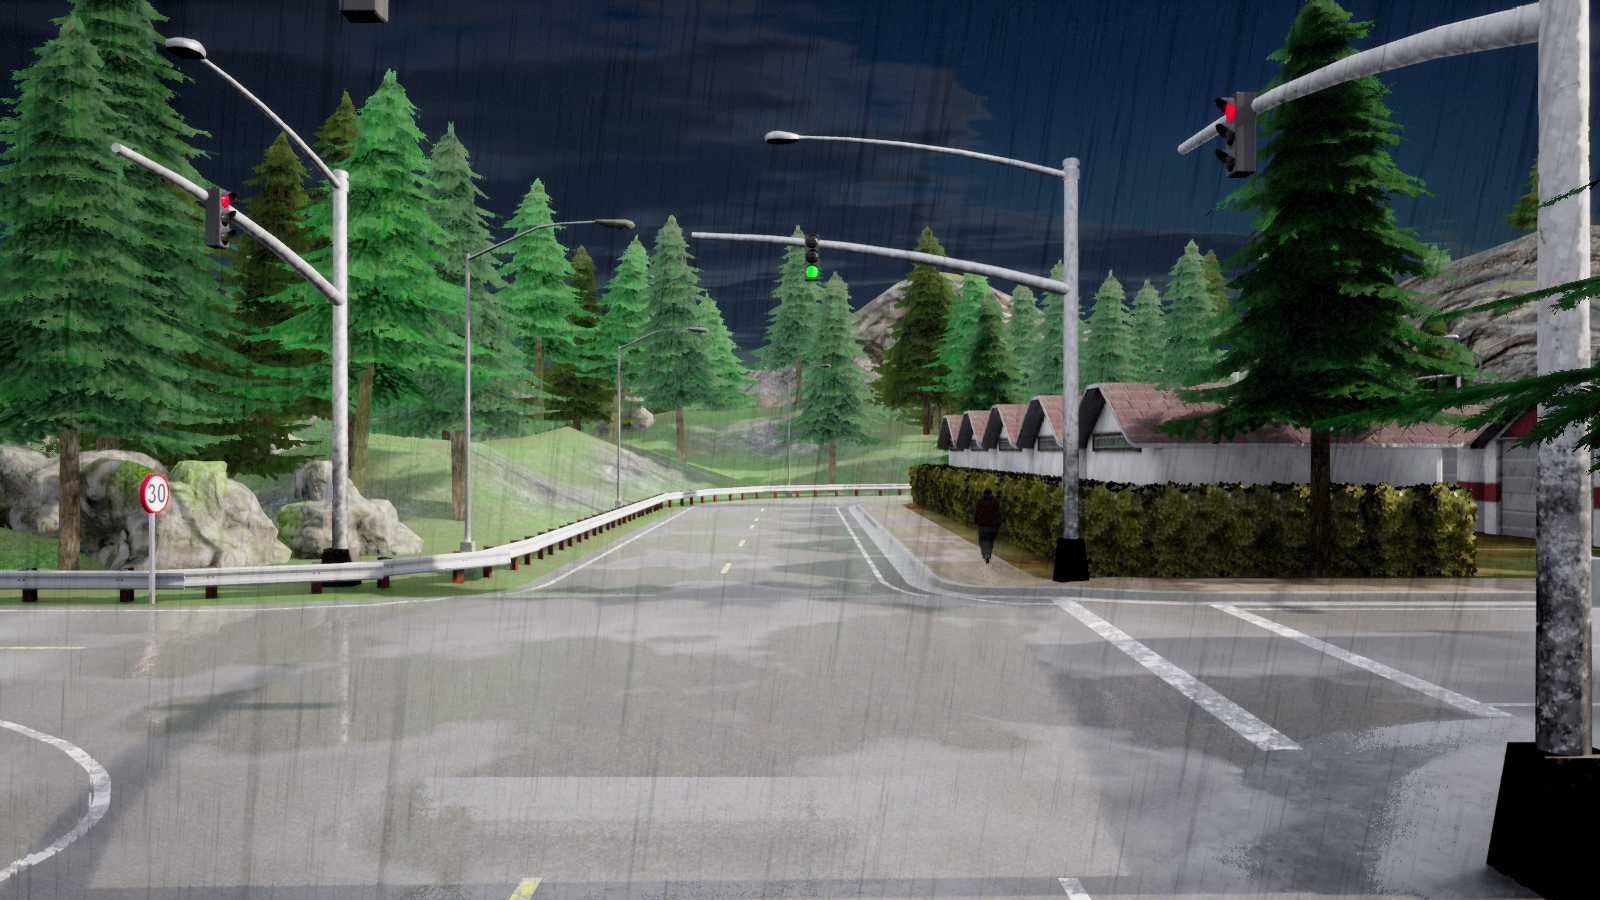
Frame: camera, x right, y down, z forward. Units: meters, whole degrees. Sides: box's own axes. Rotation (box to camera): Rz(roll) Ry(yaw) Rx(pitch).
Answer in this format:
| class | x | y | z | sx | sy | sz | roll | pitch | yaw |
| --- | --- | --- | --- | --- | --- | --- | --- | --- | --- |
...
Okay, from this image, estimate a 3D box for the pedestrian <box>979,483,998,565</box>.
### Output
| class | x | y | z | sx | sy | sz | roll | pitch | yaw |
| --- | --- | --- | --- | --- | --- | --- | --- | --- | --- |
| pedestrian | 4.343 | 1.692 | 26.299 | 0.375 | 1.860 | 0.375 | 0 | 0 | 0 |
